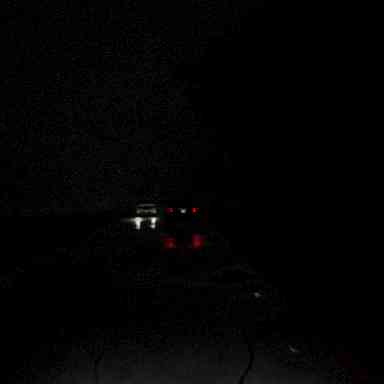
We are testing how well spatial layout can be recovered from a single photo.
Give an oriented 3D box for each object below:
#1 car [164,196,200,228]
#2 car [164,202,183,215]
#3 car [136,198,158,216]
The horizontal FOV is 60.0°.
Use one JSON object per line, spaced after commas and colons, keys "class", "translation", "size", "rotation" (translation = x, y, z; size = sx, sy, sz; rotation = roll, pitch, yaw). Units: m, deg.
{"class": "car", "translation": [-0.702, 1.291, 22.675], "size": [2.150, 2.045, 5.566], "rotation": [0, -1, -4]}
{"class": "car", "translation": [-2.406, 2.001, 41.830], "size": [2.033, 1.411, 5.357], "rotation": [0, -1, -7]}
{"class": "car", "translation": [-4.953, 1.682, 36.868], "size": [2.150, 2.045, 5.566], "rotation": [0, -1, -6]}
